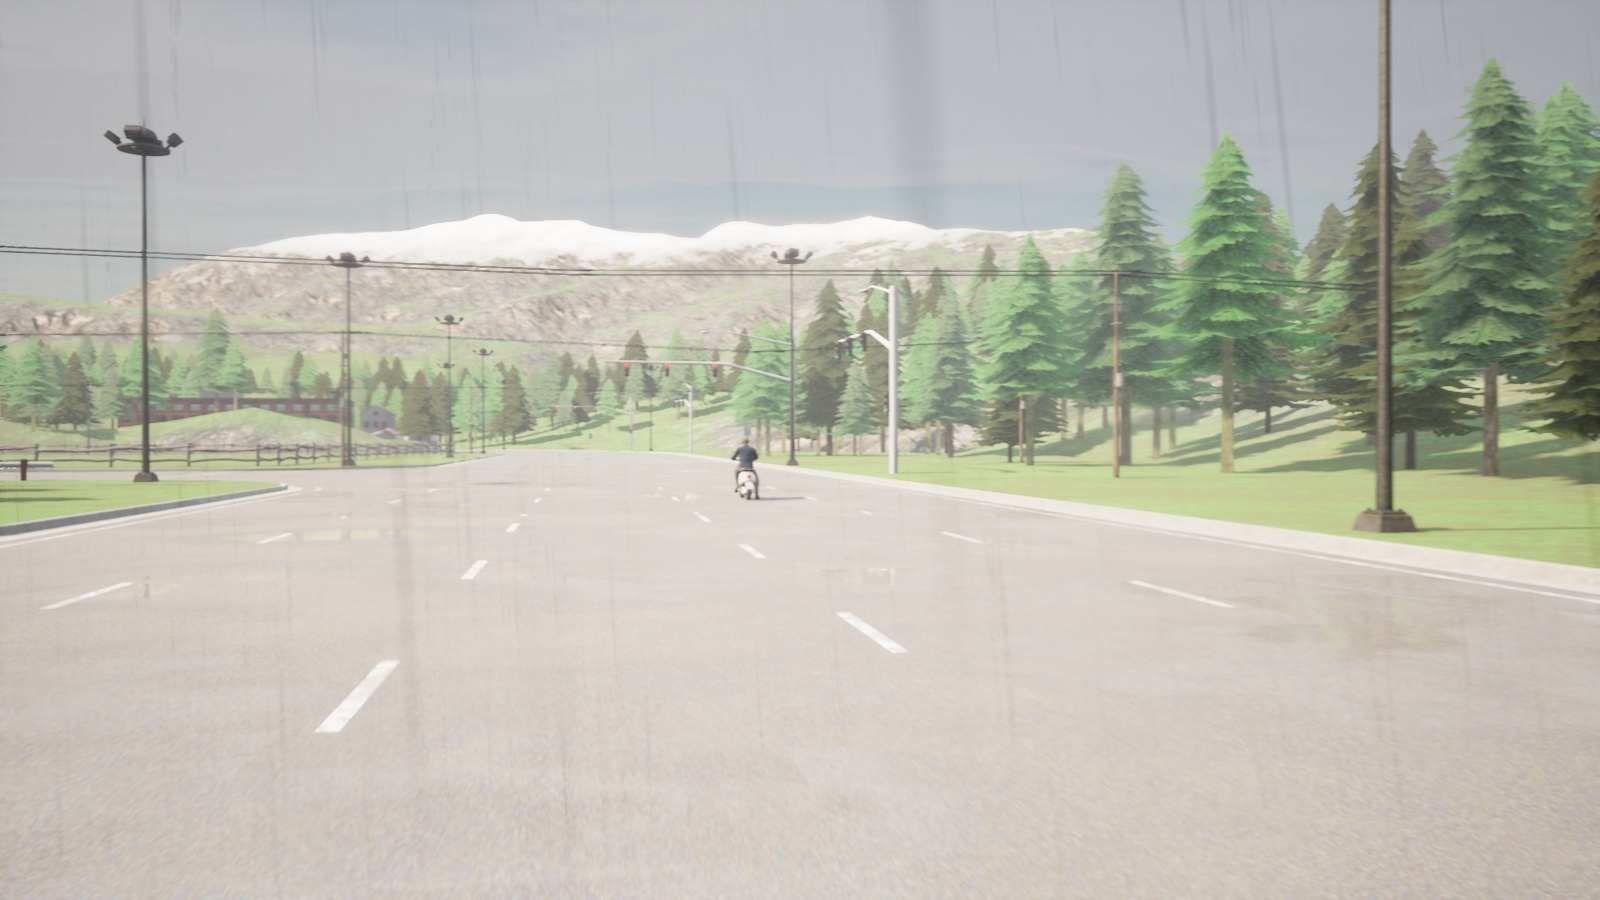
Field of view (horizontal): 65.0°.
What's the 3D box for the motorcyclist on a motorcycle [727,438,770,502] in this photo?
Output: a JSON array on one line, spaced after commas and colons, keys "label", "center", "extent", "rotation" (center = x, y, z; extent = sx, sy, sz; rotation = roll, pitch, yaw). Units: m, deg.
[{"label": "motorcyclist on a motorcycle", "center": [-1.329, 0.483, 32.143], "extent": [0.866, 1.590, 1.817], "rotation": [0, 0, -9]}]
